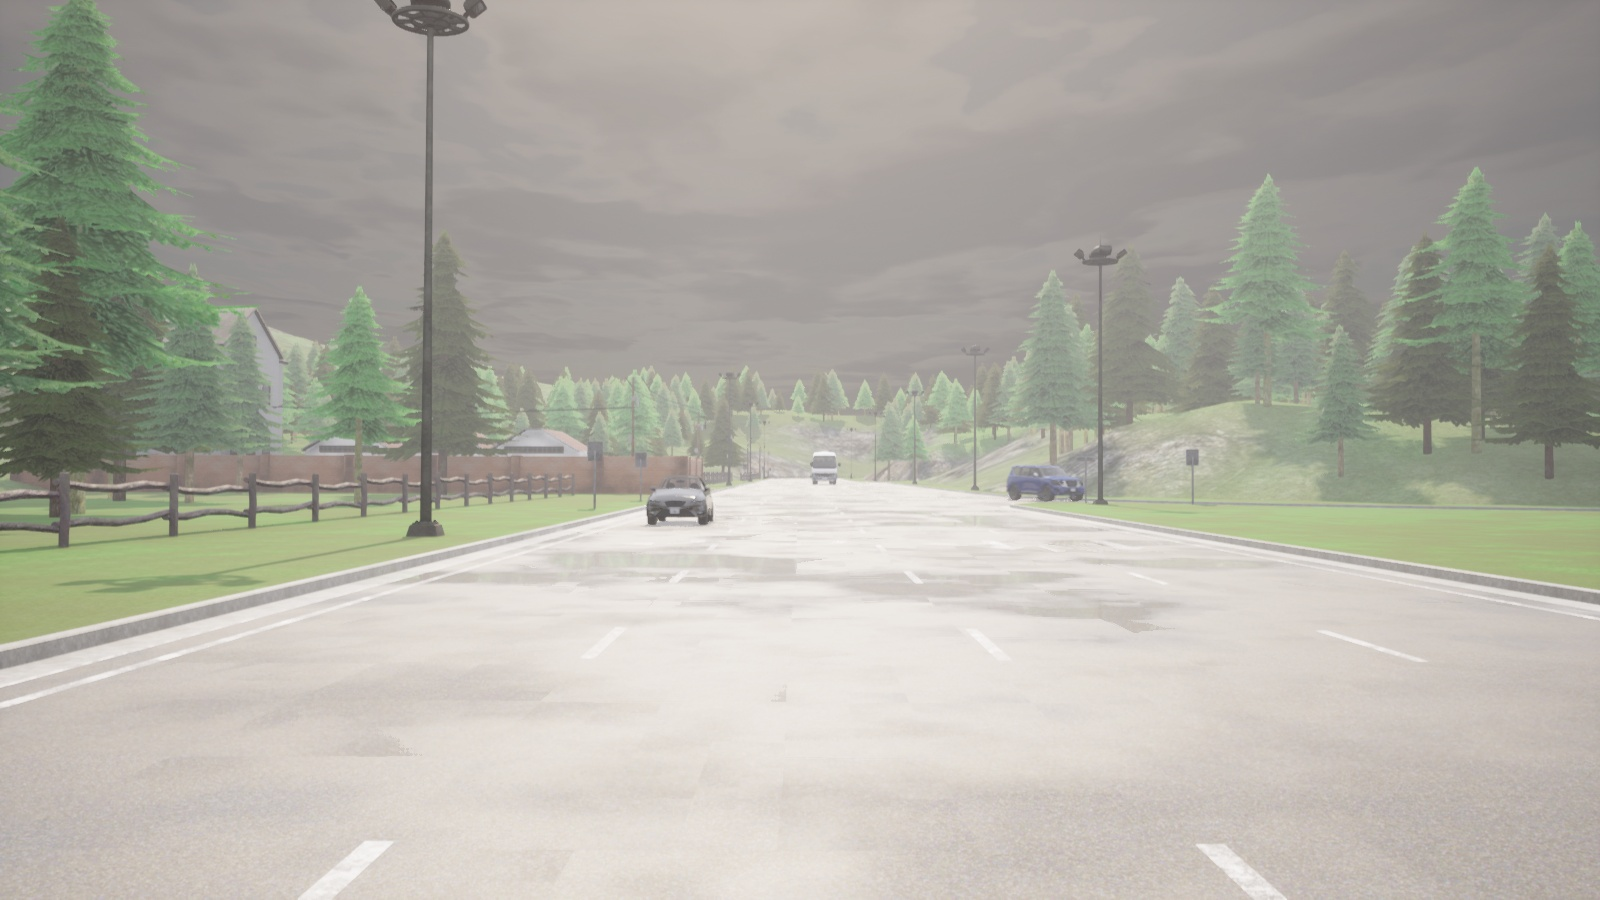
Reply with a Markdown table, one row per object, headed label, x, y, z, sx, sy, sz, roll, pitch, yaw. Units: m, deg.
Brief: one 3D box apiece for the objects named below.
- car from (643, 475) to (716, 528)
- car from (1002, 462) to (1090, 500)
| label | x | y | z | sx | sy | sz | roll | pitch | yaw |
| --- | --- | --- | --- | --- | --- | --- | --- | --- | --- |
| car | -3.586 | 1.518 | 38.031 | 1.816 | 1.474 | 4.193 | 0 | -1 | 0 |
| car | 13.797 | 1.734 | 70.791 | 2.150 | 2.045 | 5.566 | 0 | -1 | -23 |
